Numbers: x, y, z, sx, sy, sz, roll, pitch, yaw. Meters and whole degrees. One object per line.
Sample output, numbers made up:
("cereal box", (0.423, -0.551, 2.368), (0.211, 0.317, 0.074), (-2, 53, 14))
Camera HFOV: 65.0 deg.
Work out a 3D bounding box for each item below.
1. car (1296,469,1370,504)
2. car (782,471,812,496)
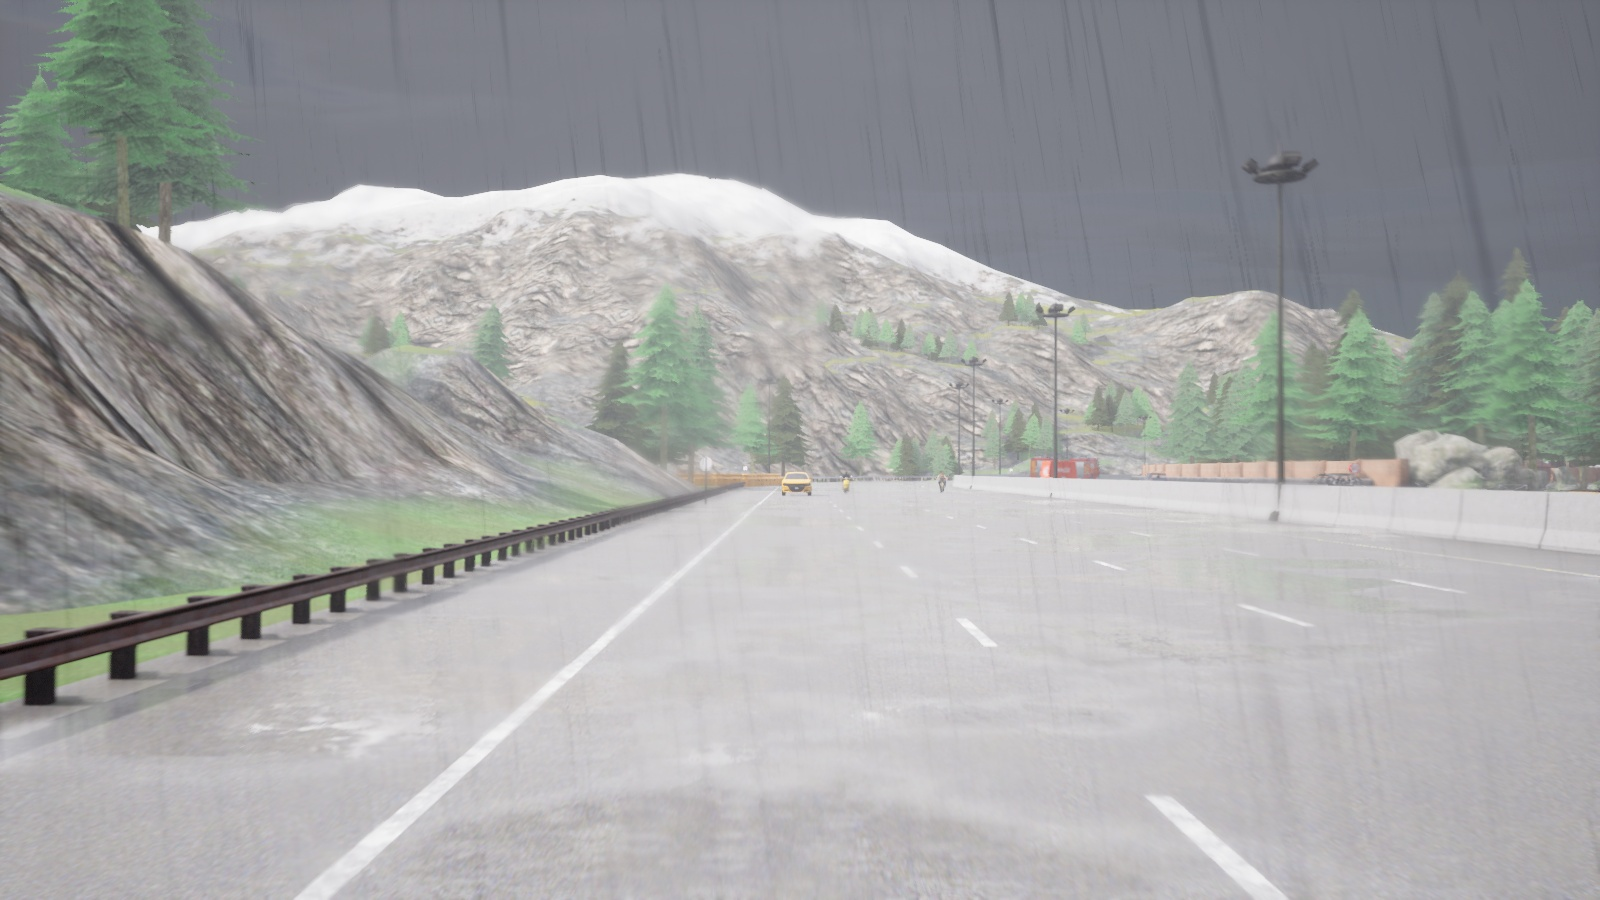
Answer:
("car", (24.361, 1.658, 57.497), (1.789, 1.549, 3.705), (0, -1, 0))
("car", (-0.194, 2.135, 80.146), (1.882, 1.535, 5.008), (0, -1, 0))
